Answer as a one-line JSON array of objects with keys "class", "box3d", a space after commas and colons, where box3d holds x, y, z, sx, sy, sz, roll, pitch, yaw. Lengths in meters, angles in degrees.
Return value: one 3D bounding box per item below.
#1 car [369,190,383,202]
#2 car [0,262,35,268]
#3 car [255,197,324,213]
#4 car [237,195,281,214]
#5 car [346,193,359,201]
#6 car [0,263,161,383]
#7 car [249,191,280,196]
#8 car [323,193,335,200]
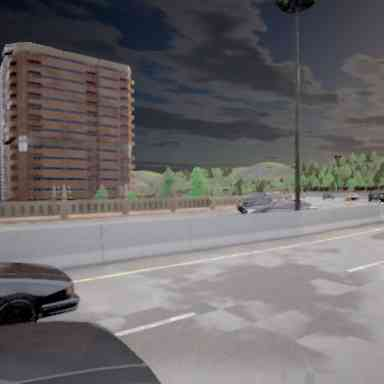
[{"class": "car", "box3d": [31.191, 0.638, 56.165, 2.150, 2.045, 5.566, 0, 1, 25]}, {"class": "car", "box3d": [-4.530, 1.559, 4.807, 5.357, 1.411, 2.033, -1, 0, -35]}, {"class": "car", "box3d": [6.675, 1.321, 22.442, 4.892, 1.490, 1.837, -1, 1, -42]}, {"class": "car", "box3d": [6.161, 1.288, 26.694, 4.902, 1.511, 2.128, -1, 0, -44]}, {"class": "car", "box3d": [29.183, 0.885, 60.468, 1.882, 1.535, 5.008, 0, 0, 21]}, {"class": "car", "box3d": [-2.743, 1.561, 1.790, 5.357, 1.411, 2.033, -1, 0, -36]}, {"class": "car", "box3d": [6.660, 0.982, 32.000, 2.150, 2.045, 5.566, 0, 1, 44]}, {"class": "car", "box3d": [28.142, 0.884, 68.373, 1.994, 1.385, 4.181, 0, 0, 18]}]
